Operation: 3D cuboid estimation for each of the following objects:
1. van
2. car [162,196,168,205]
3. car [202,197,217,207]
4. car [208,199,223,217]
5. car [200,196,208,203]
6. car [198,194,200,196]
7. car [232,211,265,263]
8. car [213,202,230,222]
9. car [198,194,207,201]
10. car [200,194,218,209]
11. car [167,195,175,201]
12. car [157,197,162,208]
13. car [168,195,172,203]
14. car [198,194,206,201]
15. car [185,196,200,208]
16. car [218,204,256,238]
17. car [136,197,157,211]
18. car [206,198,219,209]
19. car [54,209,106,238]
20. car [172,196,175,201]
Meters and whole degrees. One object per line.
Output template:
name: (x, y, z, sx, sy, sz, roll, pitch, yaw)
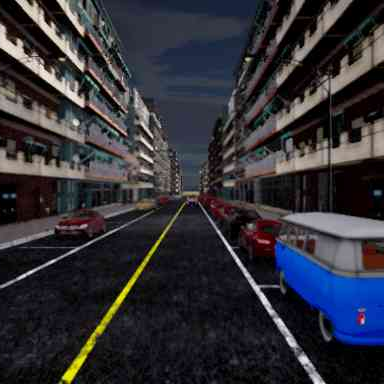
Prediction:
van: (2.678, 1.340, 6.070, 1.690, 1.788, 3.998, -1, 0, 0)
car: (-5.710, 1.566, 57.234, 1.887, 1.381, 4.507, -1, 0, 0)
car: (2.672, 1.567, 51.547, 2.008, 1.369, 4.403, -1, 0, 0)
car: (2.676, 1.546, 28.808, 1.887, 1.381, 4.507, -1, 0, 0)
car: (2.668, 1.570, 74.456, 1.752, 1.417, 4.829, -1, 0, 0)
car: (-0.009, 1.501, 58.785, 1.882, 1.535, 5.008, 0, 0, 0)
car: (2.680, 1.580, 11.754, 1.802, 1.307, 4.206, -1, 0, 0)
car: (2.678, 1.581, 23.124, 1.802, 1.307, 4.206, -1, 0, 0)
car: (2.663, 1.377, 85.656, 2.192, 1.841, 5.009, -1, 0, 0)
car: (2.670, 1.327, 45.862, 2.192, 1.841, 5.009, -1, 0, 0)
car: (-5.715, 1.616, 91.342, 1.887, 1.381, 4.507, -1, 0, 0)
car: (-5.707, 1.562, 45.865, 2.008, 1.369, 4.403, -1, 0, 0)
car: (-5.711, 1.581, 68.604, 1.887, 1.381, 4.507, -1, 0, 0)
car: (2.662, 1.386, 91.341, 2.192, 1.841, 5.009, -1, 0, 0)
car: (-0.007, 1.615, 48.812, 1.895, 1.301, 4.718, 0, 0, 0)
car: (2.679, 1.564, 17.439, 1.947, 1.339, 4.313, -1, 0, 0)
car: (-5.706, 1.533, 40.010, 1.752, 1.417, 4.829, -1, 0, 0)
car: (2.676, 1.586, 34.493, 1.802, 1.307, 4.206, -1, 0, 0)
car: (-5.701, 1.580, 17.440, 1.802, 1.307, 4.206, -1, 0, 0)
car: (-5.715, 1.502, 85.658, 1.967, 1.590, 4.097, -1, 0, 0)
